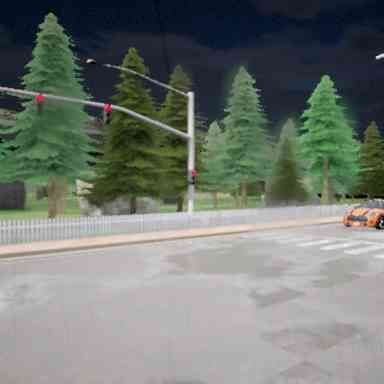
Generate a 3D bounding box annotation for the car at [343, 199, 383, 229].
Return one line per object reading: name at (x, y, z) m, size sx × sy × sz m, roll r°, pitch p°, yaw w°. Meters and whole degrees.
car at (11.380, 1.261, 20.617) m, size 4.553 × 1.767 × 2.097 m, roll 0°, pitch 0°, yaw -35°
